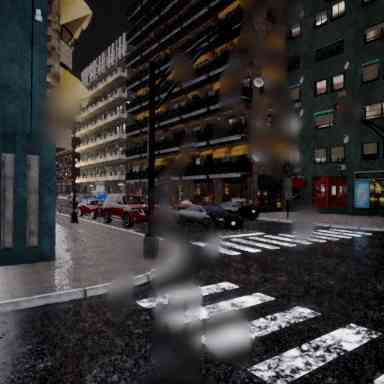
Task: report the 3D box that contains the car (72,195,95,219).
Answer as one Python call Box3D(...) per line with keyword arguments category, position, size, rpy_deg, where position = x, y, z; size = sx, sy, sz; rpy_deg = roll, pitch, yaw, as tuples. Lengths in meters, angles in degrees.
Box3D(category="car", position=(-7.006, 1.183, 24.480), size=(1.887, 1.381, 4.507), rpy_deg=(2, 0, -36))

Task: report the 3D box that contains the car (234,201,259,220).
Box3D(category="car", position=(3.070, 1.354, 24.871), size=(1.947, 1.339, 4.313), rpy_deg=(2, 0, -36))

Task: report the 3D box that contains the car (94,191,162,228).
Box3D(category="car", position=(-3.724, 1.034, 19.975), size=(2.192, 1.841, 5.009), rpy_deg=(2, 0, -36))

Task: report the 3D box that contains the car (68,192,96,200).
Box3D(category="car", position=(-10.478, 1.014, 33.650), size=(2.128, 1.511, 4.902), rpy_deg=(1, 1, -36))

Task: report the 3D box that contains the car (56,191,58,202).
Box3D(category="car", position=(-21.249, 0.871, 48.626), size=(2.033, 1.411, 5.357), rpy_deg=(1, 0, -36))

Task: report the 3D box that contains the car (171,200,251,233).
Box3D(category="car", position=(0.827, 1.363, 18.270), size=(1.994, 1.385, 4.181), rpy_deg=(1, 1, -39))
